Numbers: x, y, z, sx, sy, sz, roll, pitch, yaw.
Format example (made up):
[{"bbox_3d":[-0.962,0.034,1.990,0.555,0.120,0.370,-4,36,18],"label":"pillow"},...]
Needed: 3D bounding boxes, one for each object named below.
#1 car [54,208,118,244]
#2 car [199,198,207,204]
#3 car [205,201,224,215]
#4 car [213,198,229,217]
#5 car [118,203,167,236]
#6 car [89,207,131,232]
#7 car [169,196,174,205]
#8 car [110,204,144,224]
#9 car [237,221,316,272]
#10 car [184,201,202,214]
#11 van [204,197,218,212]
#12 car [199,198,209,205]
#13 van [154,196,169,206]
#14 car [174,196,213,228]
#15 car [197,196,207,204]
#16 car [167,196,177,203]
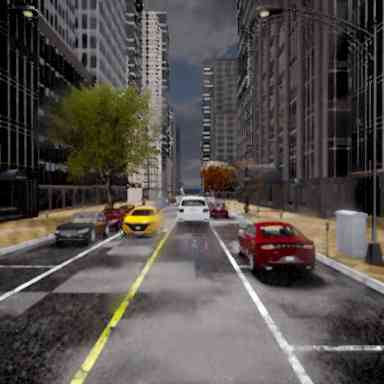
[{"bbox_3d":[-5.328,1.671,16.535,2.008,1.369,4.403,-1,0,0],"label":"car"},{"bbox_3d":[2.545,2.097,78.872,1.752,1.417,4.829,-1,0,0],"label":"car"},{"bbox_3d":[2.549,1.829,39.161,1.887,1.381,4.507,-1,0,0],"label":"car"},{"bbox_3d":[2.548,1.683,33.514,1.967,1.590,4.097,-1,0,0],"label":"car"},{"bbox_3d":[-2.781,1.620,19.751,1.882,1.535,5.008,0,-1,0],"label":"car"},{"bbox_3d":[-5.329,1.743,22.183,1.802,1.307,4.206,-1,0,0],"label":"car"},{"bbox_3d":[-5.334,2.055,67.372,1.947,1.339,4.313,-1,0,0],"label":"car"},{"bbox_3d":[-5.330,1.746,27.832,1.887,1.381,4.507,-1,0,0],"label":"car"},{"bbox_3d":[2.552,1.624,10.919,1.887,1.381,4.507,-1,0,0],"label":"car"},{"bbox_3d":[0.095,1.847,41.291,2.033,1.411,5.357,0,0,0],"label":"car"},{"bbox_3d":[2.545,1.666,44.812,1.690,1.788,3.998,-1,0,0],"label":"van"},{"bbox_3d":[2.546,2.081,73.054,2.008,1.369,4.403,-1,0,0],"label":"car"},{"bbox_3d":[-5.336,1.748,56.076,1.690,1.788,3.998,-1,0,0],"label":"van"},{"bbox_3d":[0.097,1.395,24.020,2.150,2.045,5.566,0,0,0],"label":"car"},{"bbox_3d":[2.541,1.927,84.352,2.192,1.841,5.009,-1,0,0],"label":"car"},{"bbox_3d":[-5.340,1.967,89.968,2.192,1.841,5.009,-1,0,0],"label":"car"}]
